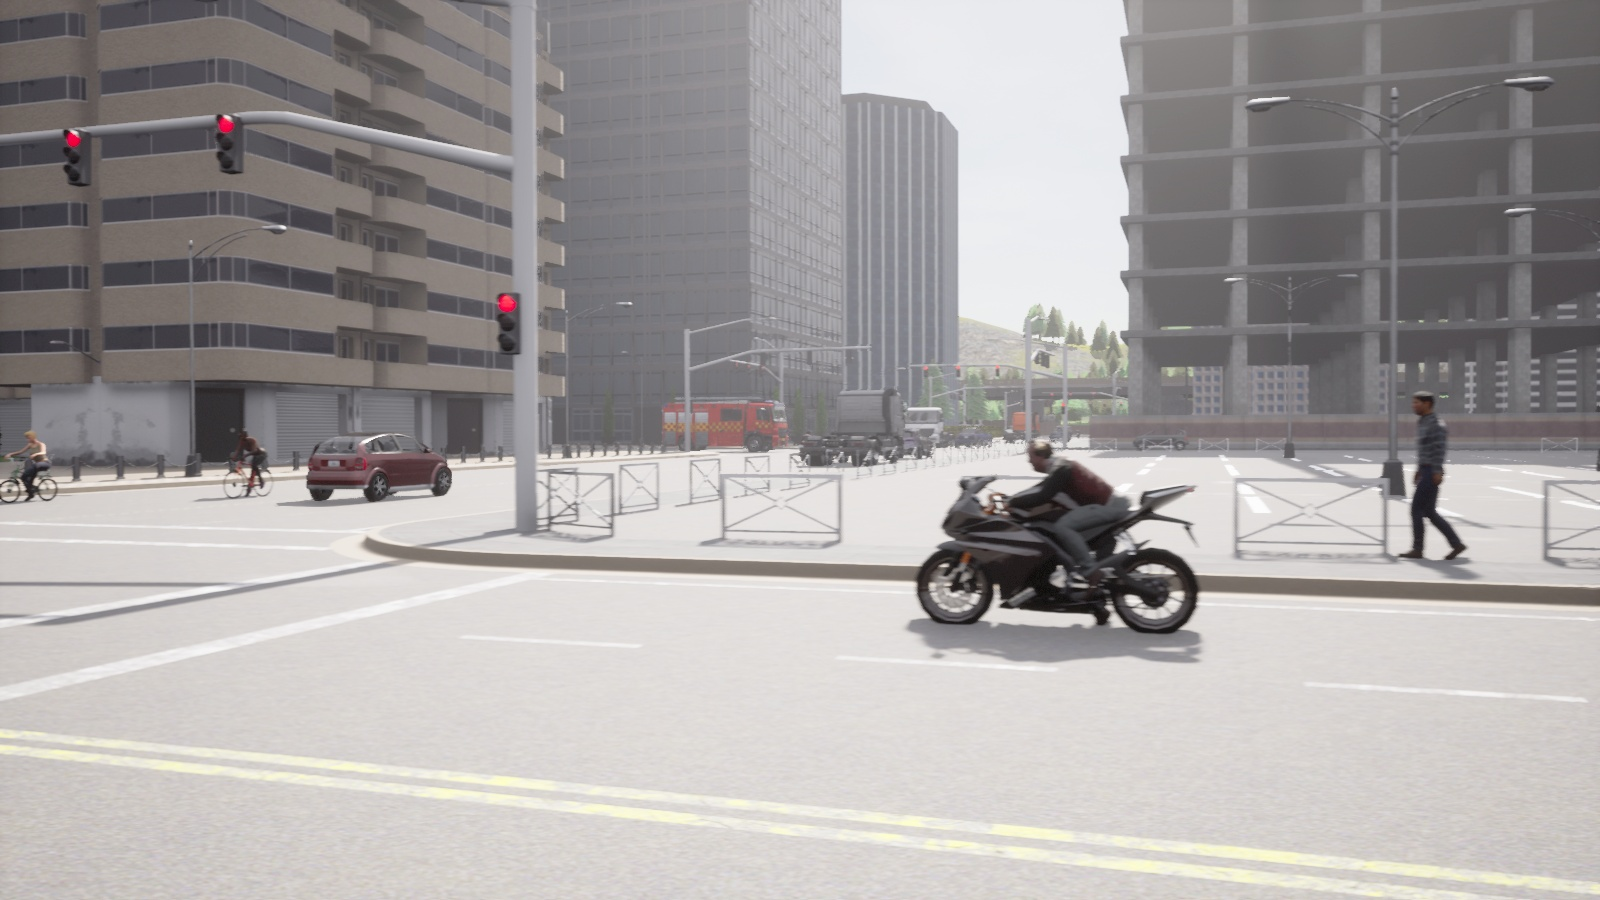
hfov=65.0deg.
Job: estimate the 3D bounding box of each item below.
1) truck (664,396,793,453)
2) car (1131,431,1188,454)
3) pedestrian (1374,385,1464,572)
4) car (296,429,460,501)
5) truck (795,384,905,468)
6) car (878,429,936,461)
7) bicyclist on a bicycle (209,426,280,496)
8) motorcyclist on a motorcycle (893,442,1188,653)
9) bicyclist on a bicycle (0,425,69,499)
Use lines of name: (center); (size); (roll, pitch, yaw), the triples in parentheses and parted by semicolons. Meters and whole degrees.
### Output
truck: (-4.953, -1.805, 87.278); (8.468, 3.827, 2.891); (1, 1, 16)
car: (24.532, -0.539, 85.656); (3.705, 1.549, 1.789); (1, 1, 17)
pedestrian: (6.617, 0.293, 13.454); (0.788, 1.949, 0.423); (1, 1, 18)
car: (-9.774, 0.296, 29.355); (1.789, 1.549, 3.705); (1, 1, 18)
truck: (2.389, -1.052, 56.172); (2.891, 3.462, 7.936); (1, 1, 18)
car: (5.738, -0.298, 66.783); (2.033, 1.649, 4.856); (1, 1, 18)
bicyclist on a bicycle: (-13.244, 0.247, 29.996); (0.582, 1.620, 1.656); (1, 1, 18)
motorcyclist on a motorcycle: (1.910, 0.708, 9.939); (2.191, 1.530, 0.866); (1, 1, 19)
bicyclist on a bicycle: (-17.449, 0.242, 28.292); (0.866, 1.612, 1.509); (1, 1, 18)
